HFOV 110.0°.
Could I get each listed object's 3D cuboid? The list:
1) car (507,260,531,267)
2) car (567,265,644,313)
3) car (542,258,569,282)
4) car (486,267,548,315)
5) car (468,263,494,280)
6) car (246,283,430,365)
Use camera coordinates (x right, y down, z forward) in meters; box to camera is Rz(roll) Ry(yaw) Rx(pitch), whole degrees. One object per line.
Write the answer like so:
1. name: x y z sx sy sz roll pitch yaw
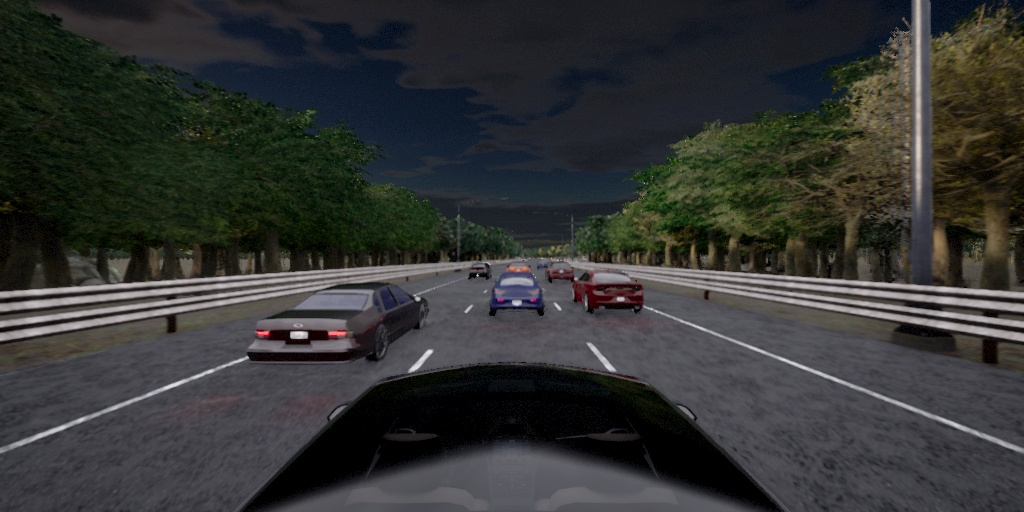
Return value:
1. car: 0.605 1.243 32.235 2.097 1.767 4.553 0 0 2
2. car: 3.596 1.274 14.238 1.882 1.535 5.008 0 0 1
3. car: 3.939 1.232 30.218 2.097 1.767 4.553 0 0 2
4. car: 0.186 1.315 13.640 1.812 1.442 4.674 0 0 1
5. car: -2.867 1.402 33.351 1.837 1.490 4.892 0 0 2
6. car: -3.369 1.315 8.210 2.033 1.411 5.357 0 0 0
